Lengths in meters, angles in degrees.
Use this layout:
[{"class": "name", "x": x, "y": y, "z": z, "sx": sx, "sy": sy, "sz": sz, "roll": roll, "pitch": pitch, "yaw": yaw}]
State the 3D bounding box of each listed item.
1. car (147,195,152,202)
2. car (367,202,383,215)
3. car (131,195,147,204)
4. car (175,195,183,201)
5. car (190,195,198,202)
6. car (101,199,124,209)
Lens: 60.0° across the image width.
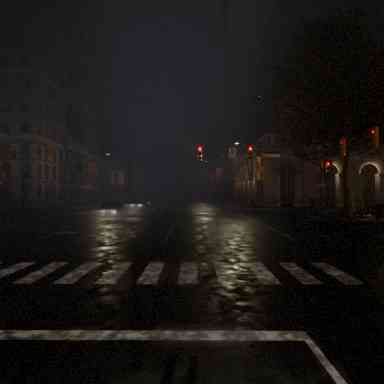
[{"class": "car", "x": -10.144, "y": 1.478, "z": 74.462, "sx": 1.882, "sy": 1.535, "sz": 5.008, "roll": 0, "pitch": 0, "yaw": 1}, {"class": "car", "x": 19.573, "y": 1.564, "z": 32.742, "sx": 4.181, "sy": 1.385, "sz": 1.994, "roll": 0, "pitch": 0, "yaw": 0}, {"class": "car", "x": -10.347, "y": 1.601, "z": 63.376, "sx": 1.895, "sy": 1.301, "sz": 4.718, "roll": 0, "pitch": 0, "yaw": 1}, {"class": "car", "x": -3.087, "y": 1.449, "z": 78.631, "sx": 2.128, "sy": 1.511, "sz": 4.902, "roll": 0, "pitch": 0, "yaw": 1}, {"class": "car", "x": 0.412, "y": 1.450, "z": 78.586, "sx": 2.128, "sy": 1.511, "sz": 4.902, "roll": 0, "pitch": 0, "yaw": 1}, {"class": "car", "x": -10.617, "y": 1.601, "z": 44.714, "sx": 1.895, "sy": 1.301, "sz": 4.718, "roll": 0, "pitch": 0, "yaw": 4}]
